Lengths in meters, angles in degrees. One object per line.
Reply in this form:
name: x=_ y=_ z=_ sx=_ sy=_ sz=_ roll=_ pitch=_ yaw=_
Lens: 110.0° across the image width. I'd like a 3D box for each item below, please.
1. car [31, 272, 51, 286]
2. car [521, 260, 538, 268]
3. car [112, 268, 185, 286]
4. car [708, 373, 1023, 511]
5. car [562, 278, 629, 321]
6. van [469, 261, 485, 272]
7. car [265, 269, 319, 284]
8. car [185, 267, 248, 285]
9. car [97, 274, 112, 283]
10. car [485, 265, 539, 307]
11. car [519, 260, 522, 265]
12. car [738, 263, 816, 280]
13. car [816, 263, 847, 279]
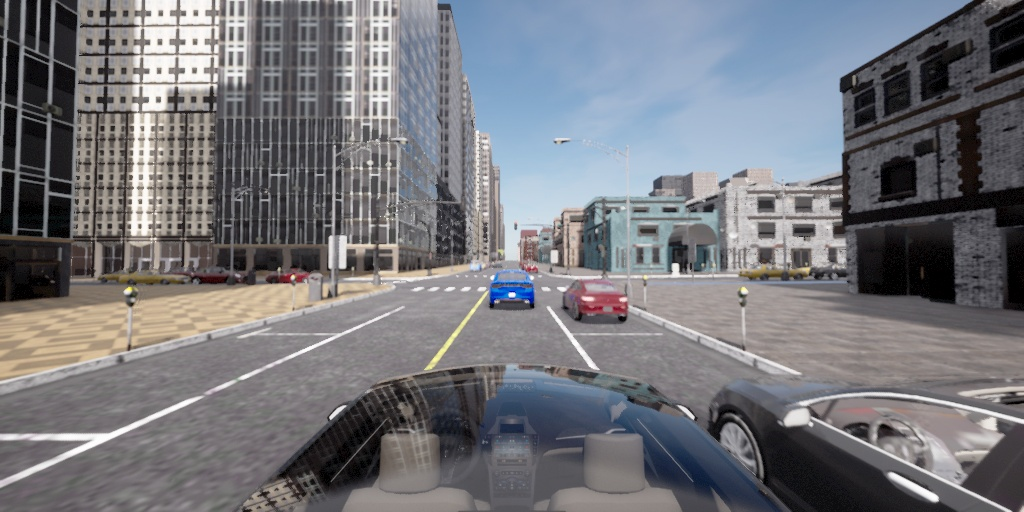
car: x=-40.157 y=1.739 z=28.962 sx=4.097 sy=1.591 sz=1.967 roll=0 pitch=0 yaw=1
car: x=2.681 y=1.641 z=50.594 sx=1.967 sy=1.591 sz=4.097 roll=0 pitch=0 yaw=0
car: x=-28.621 y=1.715 z=28.855 sx=4.829 sy=1.417 sz=1.751 roll=0 pitch=0 yaw=1
car: x=2.692 y=1.300 z=1.681 sx=2.007 sy=1.370 sz=4.403 roll=0 pitch=0 yaw=0
car: x=2.814 y=1.435 z=12.633 sx=1.802 sy=1.307 sz=4.207 roll=0 pitch=0 yaw=0
van: x=-5.701 y=1.593 z=56.227 sx=1.690 sy=1.789 sz=3.998 roll=0 pitch=0 yaw=0
car: x=-17.424 y=1.661 z=28.751 sx=4.207 sy=1.307 sz=1.802 roll=0 pitch=0 yaw=1
car: x=-23.107 y=1.574 z=28.803 sx=4.097 sy=1.591 sz=1.967 roll=0 pitch=0 yaw=1
car: x=-40.246 y=2.049 z=37.341 sx=4.829 sy=1.417 sz=1.751 roll=0 pitch=0 yaw=1
car: x=0.005 y=1.365 z=16.329 sx=1.882 sy=1.535 sz=5.008 roll=0 pitch=0 yaw=0
car: x=2.679 y=1.619 z=61.942 sx=2.192 sy=1.841 sz=5.009 roll=0 pitch=0 yaw=0
car: x=20.685 y=1.241 z=28.396 sx=4.829 sy=1.417 sz=1.751 roll=0 pitch=0 yaw=1
car: x=26.047 y=1.214 z=28.347 sx=4.403 sy=1.370 sz=2.007 roll=0 pitch=0 yaw=1
